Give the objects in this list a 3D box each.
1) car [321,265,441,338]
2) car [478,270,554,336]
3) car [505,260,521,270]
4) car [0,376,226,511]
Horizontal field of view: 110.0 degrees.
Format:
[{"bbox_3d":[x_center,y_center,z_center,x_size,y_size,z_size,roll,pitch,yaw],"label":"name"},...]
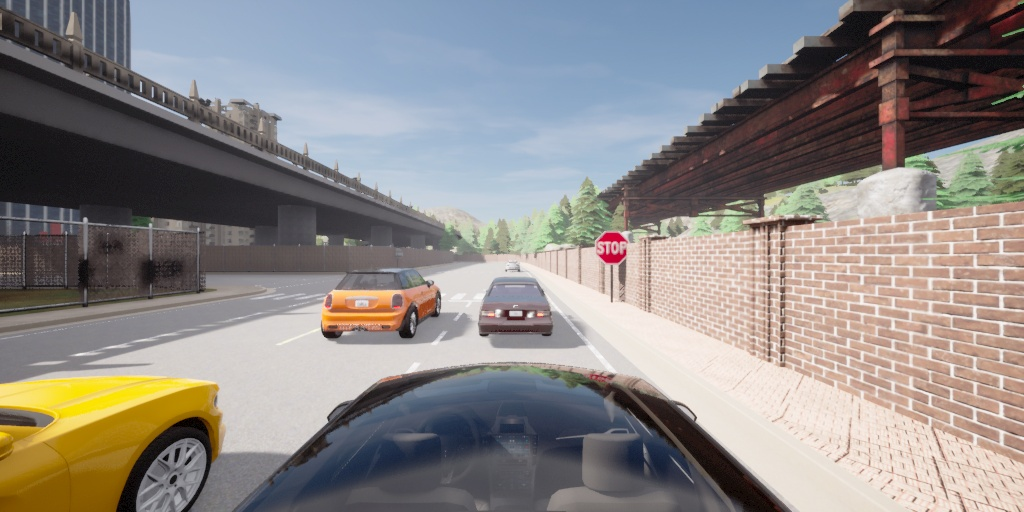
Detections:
[{"bbox_3d":[-3.419,1.102,10.283,2.097,1.767,4.553,0,0,0],"label":"car"},{"bbox_3d":[0.082,1.297,10.304,2.033,1.411,5.357,0,0,0],"label":"car"},{"bbox_3d":[0.083,1.275,46.187,1.812,1.442,4.674,0,0,-1],"label":"car"},{"bbox_3d":[-3.396,1.228,1.025,1.882,1.535,5.008,0,0,0],"label":"car"}]
